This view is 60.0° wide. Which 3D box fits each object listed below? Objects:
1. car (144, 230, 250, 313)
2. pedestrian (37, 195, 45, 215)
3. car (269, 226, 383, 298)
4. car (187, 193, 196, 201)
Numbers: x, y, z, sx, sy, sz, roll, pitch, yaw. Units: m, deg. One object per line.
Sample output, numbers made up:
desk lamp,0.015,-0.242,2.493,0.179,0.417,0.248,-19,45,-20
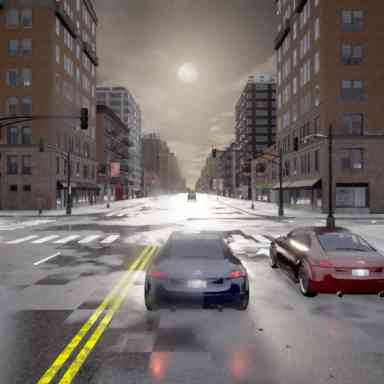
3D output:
car,0.085,1.563,7.762,1.994,1.385,4.181,0,0,0
pedestrian,-14.152,1.166,31.080,0.375,1.860,0.375,0,0,0
car,3.335,1.563,8.581,1.994,1.385,4.181,0,0,0
car,-0.025,1.201,80.278,2.150,2.045,5.566,0,0,0
